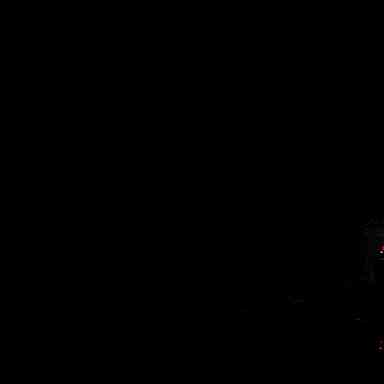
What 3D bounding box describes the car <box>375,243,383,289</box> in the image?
[{"bbox_3d":[6.482,1.436,8.066,4.553,1.767,2.097,1,0,-34],"label":"car"}]
